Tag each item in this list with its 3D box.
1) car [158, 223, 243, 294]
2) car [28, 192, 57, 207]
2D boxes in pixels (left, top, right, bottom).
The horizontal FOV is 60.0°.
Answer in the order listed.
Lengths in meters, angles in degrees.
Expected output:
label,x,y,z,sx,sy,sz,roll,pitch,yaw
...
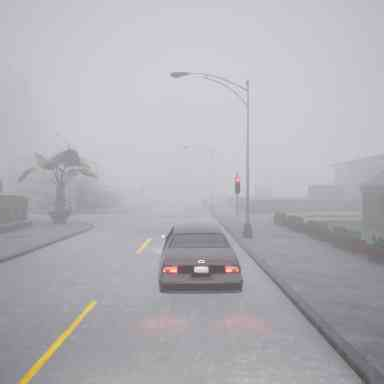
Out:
label,x,y,z,sx,sy,sz,roll,pitch,yaw
car,0.111,1.547,8.948,2.033,1.411,5.357,0,0,-2
car,-19.770,0.986,43.858,1.905,1.878,3.866,0,0,35
